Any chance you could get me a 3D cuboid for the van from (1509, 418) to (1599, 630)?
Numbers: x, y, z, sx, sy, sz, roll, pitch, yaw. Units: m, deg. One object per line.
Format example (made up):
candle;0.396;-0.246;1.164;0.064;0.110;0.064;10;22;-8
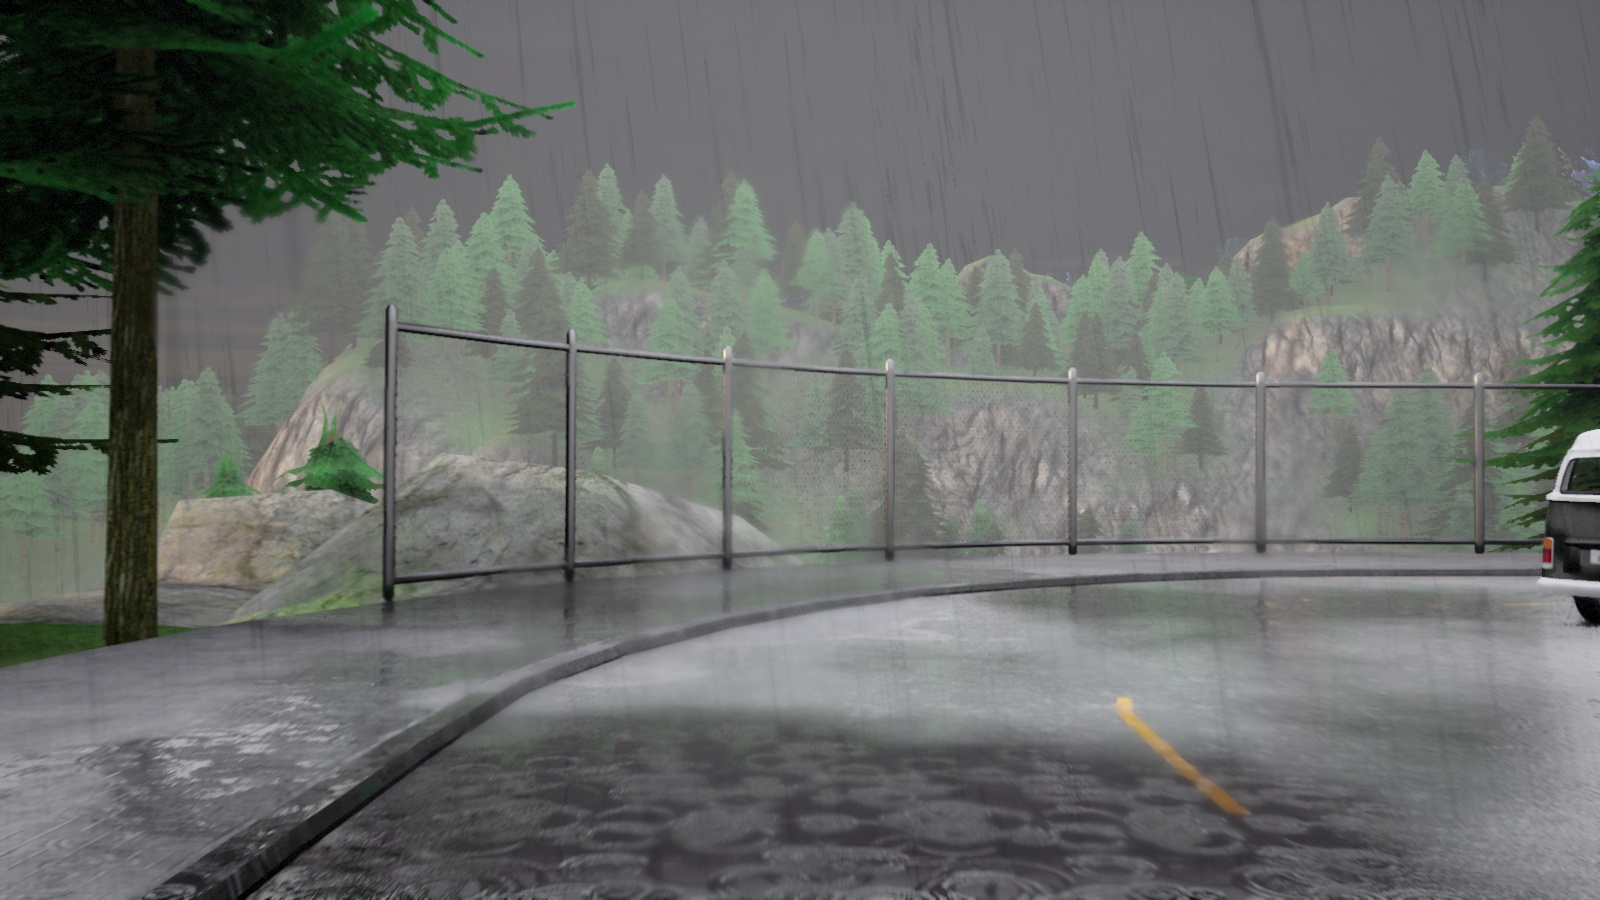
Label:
van;9.795;0.713;12.758;4.480;2.038;2.069;0;-2;-20
